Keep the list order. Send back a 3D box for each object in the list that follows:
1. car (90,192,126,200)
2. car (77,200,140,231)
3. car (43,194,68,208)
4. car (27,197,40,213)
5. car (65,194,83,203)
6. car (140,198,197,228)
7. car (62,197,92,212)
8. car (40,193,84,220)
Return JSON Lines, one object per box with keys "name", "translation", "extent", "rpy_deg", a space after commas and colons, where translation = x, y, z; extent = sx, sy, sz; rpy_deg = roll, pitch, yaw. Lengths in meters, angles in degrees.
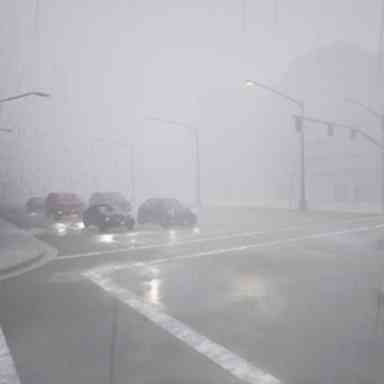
{"name": "car", "translation": [-7.174, 1.052, 28.873], "extent": [2.150, 2.045, 5.566], "rpy_deg": [-1, 1, -35]}
{"name": "car", "translation": [-5.109, 1.422, 19.914], "extent": [1.812, 1.442, 4.674], "rpy_deg": [-1, 1, -35]}
{"name": "car", "translation": [-18.467, 1.166, 44.886], "extent": [2.097, 1.767, 4.553], "rpy_deg": [-1, 1, -35]}
{"name": "car", "translation": [-16.757, 1.385, 36.370], "extent": [1.837, 1.490, 4.892], "rpy_deg": [-1, 1, -35]}
{"name": "car", "translation": [-22.178, 1.185, 62.526], "extent": [1.837, 1.490, 4.892], "rpy_deg": [-1, 1, -36]}
{"name": "car", "translation": [-1.630, 1.190, 21.047], "extent": [2.097, 1.767, 4.553], "rpy_deg": [-1, 1, -35]}
{"name": "car", "translation": [-12.830, 1.327, 36.875], "extent": [1.837, 1.490, 4.892], "rpy_deg": [-1, 1, -35]}
{"name": "car", "translation": [-10.721, 1.110, 27.826], "extent": [2.150, 2.045, 5.566], "rpy_deg": [-1, 1, -35]}
